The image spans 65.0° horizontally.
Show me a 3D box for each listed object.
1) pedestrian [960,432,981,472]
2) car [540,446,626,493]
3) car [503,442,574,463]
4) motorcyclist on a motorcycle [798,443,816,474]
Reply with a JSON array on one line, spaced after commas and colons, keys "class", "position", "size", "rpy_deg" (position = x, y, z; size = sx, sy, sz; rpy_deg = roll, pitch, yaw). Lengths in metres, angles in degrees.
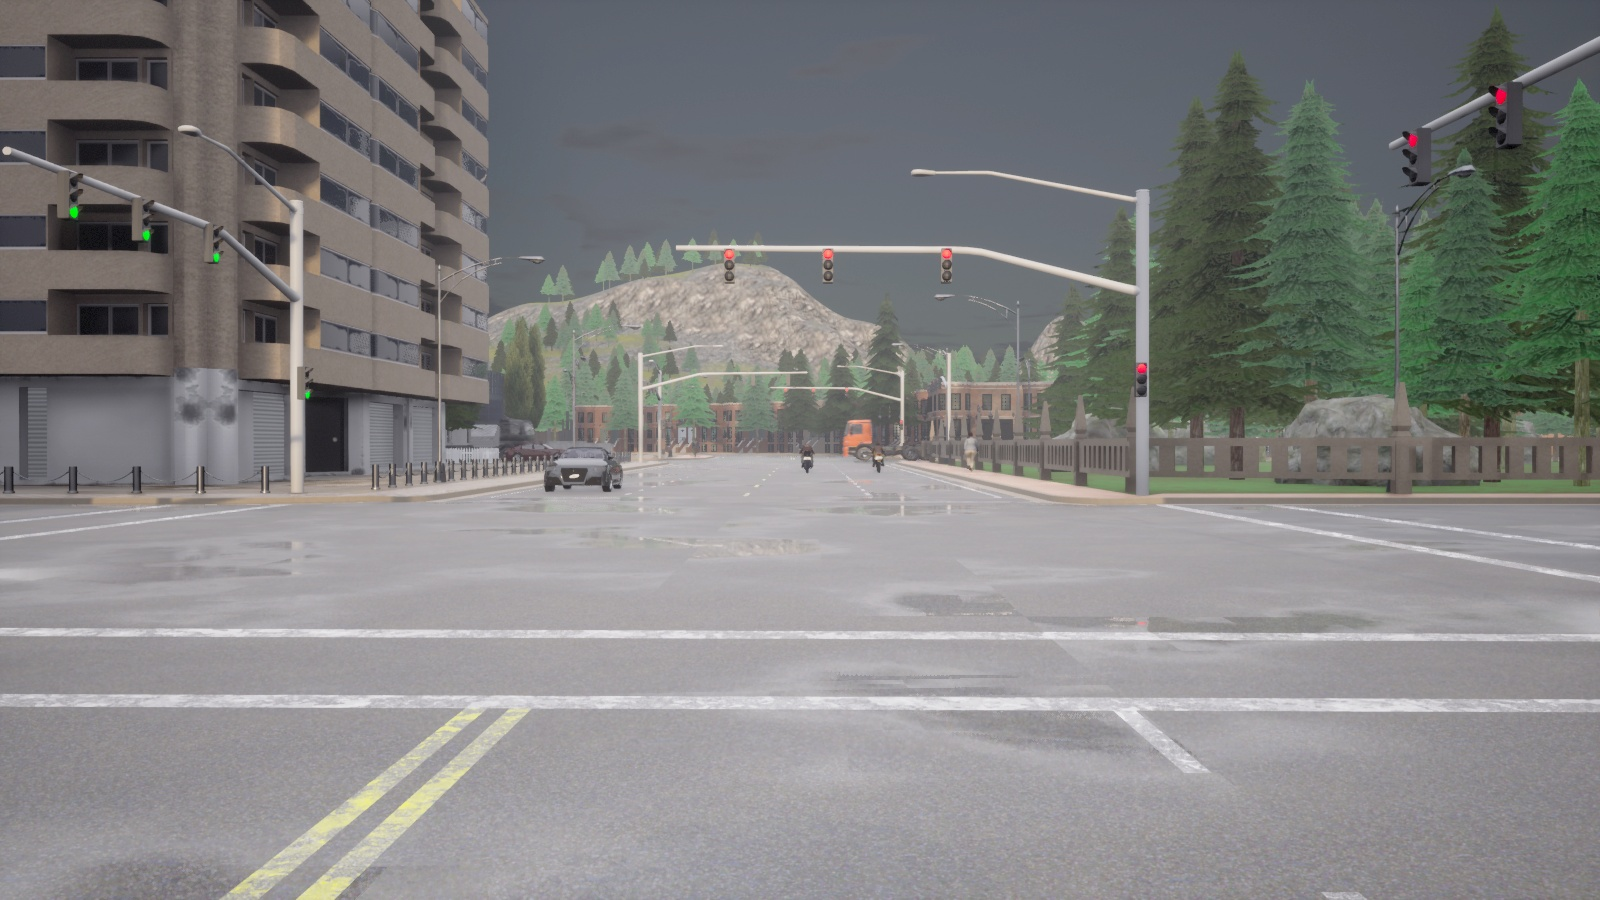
[{"class": "pedestrian", "position": [7.888, 0.083, 58.159], "size": [0.874, 1.855, 0.900], "rpy_deg": [0, 0, 2]}, {"class": "car", "position": [-6.774, 0.582, 39.592], "size": [1.994, 1.385, 4.181], "rpy_deg": [0, 0, 0]}, {"class": "car", "position": [-19.808, 0.170, 95.341], "size": [5.008, 1.535, 1.882], "rpy_deg": [0, 0, 0]}, {"class": "motorcyclist on a motorcycle", "position": [0.365, 0.424, 63.393], "size": [0.866, 1.530, 2.191], "rpy_deg": [0, 0, 0]}]
